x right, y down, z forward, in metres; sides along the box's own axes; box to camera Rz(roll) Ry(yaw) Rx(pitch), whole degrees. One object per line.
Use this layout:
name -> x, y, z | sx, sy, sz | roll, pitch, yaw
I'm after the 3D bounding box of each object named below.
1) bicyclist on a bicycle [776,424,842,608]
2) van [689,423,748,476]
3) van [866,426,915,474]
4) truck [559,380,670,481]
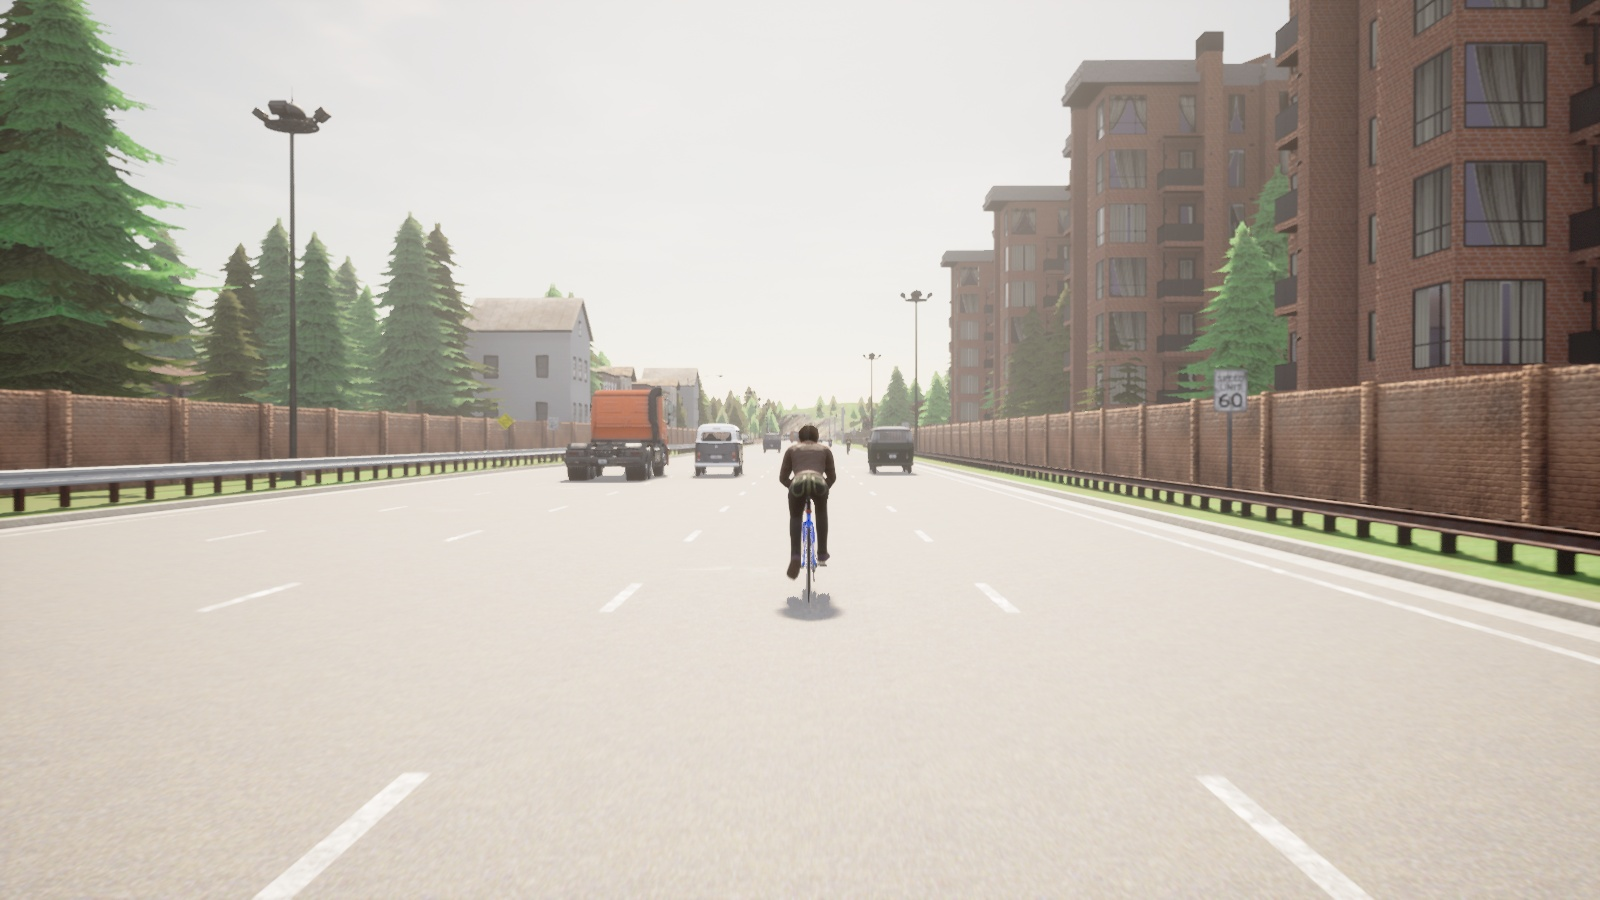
bicyclist on a bicycle -> 0.082, 0.581, 11.884 | 0.582, 1.620, 1.656 | 0, 0, 0
van -> -3.204, -0.033, 50.336 | 2.069, 2.038, 4.480 | 0, 1, 0
van -> 3.816, -0.031, 53.652 | 1.775, 1.987, 4.442 | 0, 1, 0
truck -> -6.722, -0.705, 46.732 | 2.891, 3.462, 7.936 | 0, 1, 0
